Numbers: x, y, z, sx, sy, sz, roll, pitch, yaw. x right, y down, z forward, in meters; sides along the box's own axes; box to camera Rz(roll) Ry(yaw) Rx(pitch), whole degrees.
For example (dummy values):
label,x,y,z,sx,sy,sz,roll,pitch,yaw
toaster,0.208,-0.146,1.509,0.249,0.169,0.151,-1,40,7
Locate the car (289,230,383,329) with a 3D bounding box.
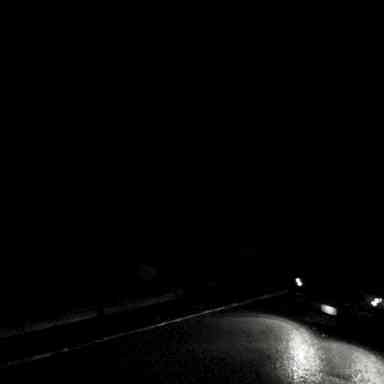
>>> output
label,x,y,z,sx,sy,sz,roll,pitch,yaw
car,4.419,1.549,7.006,5.357,1.411,2.033,0,0,-35
